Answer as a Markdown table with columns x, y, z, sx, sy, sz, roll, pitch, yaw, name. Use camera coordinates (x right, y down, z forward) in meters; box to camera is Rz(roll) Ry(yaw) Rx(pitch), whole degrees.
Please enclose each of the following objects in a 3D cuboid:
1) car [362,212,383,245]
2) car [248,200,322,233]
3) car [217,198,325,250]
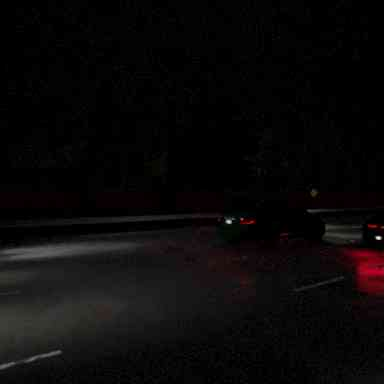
| x | y | z | sx | sy | sz | roll | pitch | yaw | name |
| --- | --- | --- | --- | --- | --- | --- | --- | --- | --- |
| 9.519 | 1.609 | 14.890 | 4.892 | 1.490 | 1.837 | 0 | 0 | -36 | car |
| 5.905 | 1.460 | 20.916 | 4.553 | 1.767 | 2.097 | 0 | 0 | -36 | car |
| 3.654 | 1.297 | 14.978 | 5.566 | 2.045 | 2.150 | 0 | 0 | -36 | car |
